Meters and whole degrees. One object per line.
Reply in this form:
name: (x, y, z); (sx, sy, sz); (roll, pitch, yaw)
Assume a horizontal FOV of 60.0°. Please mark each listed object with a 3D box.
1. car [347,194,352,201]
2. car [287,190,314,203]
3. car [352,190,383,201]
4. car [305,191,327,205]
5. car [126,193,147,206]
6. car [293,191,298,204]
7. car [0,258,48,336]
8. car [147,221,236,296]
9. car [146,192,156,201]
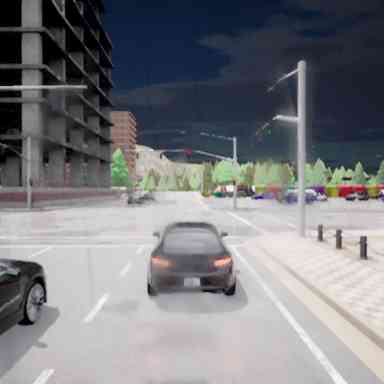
car: (35.773, 0.850, 70.477); (3.905, 1.438, 1.784); (0, 0, 0)
car: (20.696, 0.708, 61.943); (4.605, 1.855, 1.932); (0, 0, 0)
car: (35.725, 0.663, 67.578); (4.605, 1.855, 1.932); (0, 0, 0)
car: (20.777, 0.995, 56.367); (3.806, 1.475, 1.970); (0, 0, 0)
car: (-7.985, 1.143, 47.181); (1.812, 1.442, 4.674); (0, 0, 0)
car: (20.761, 0.940, 59.262); (3.905, 1.438, 1.784); (0, 0, 0)
car: (-3.488, 1.458, 4.058); (2.128, 1.511, 4.902); (0, 0, 0)
car: (-0.033, 1.457, 8.337); (1.812, 1.442, 4.674); (0, 0, -1)
car: (-8.141, 0.842, 63.039); (2.097, 1.767, 4.553); (0, 0, 0)
